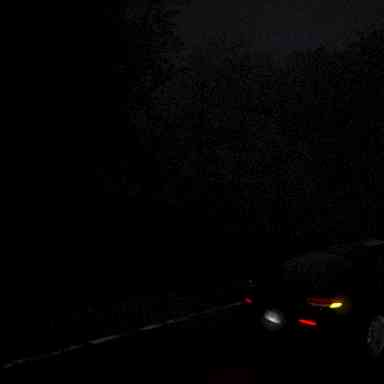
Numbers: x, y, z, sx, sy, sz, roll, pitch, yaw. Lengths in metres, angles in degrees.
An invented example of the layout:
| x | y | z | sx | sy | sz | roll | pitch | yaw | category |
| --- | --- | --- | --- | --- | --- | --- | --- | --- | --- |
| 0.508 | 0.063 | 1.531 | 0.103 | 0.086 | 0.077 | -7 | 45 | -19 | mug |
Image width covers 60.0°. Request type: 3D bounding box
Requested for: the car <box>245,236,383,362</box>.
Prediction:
| x | y | z | sx | sy | sz | roll | pitch | yaw | category |
| --- | --- | --- | --- | --- | --- | --- | --- | --- | --- |
| 2.973 | 1.518 | 5.865 | 4.674 | 1.442 | 1.812 | 0 | 0 | -35 | car |
